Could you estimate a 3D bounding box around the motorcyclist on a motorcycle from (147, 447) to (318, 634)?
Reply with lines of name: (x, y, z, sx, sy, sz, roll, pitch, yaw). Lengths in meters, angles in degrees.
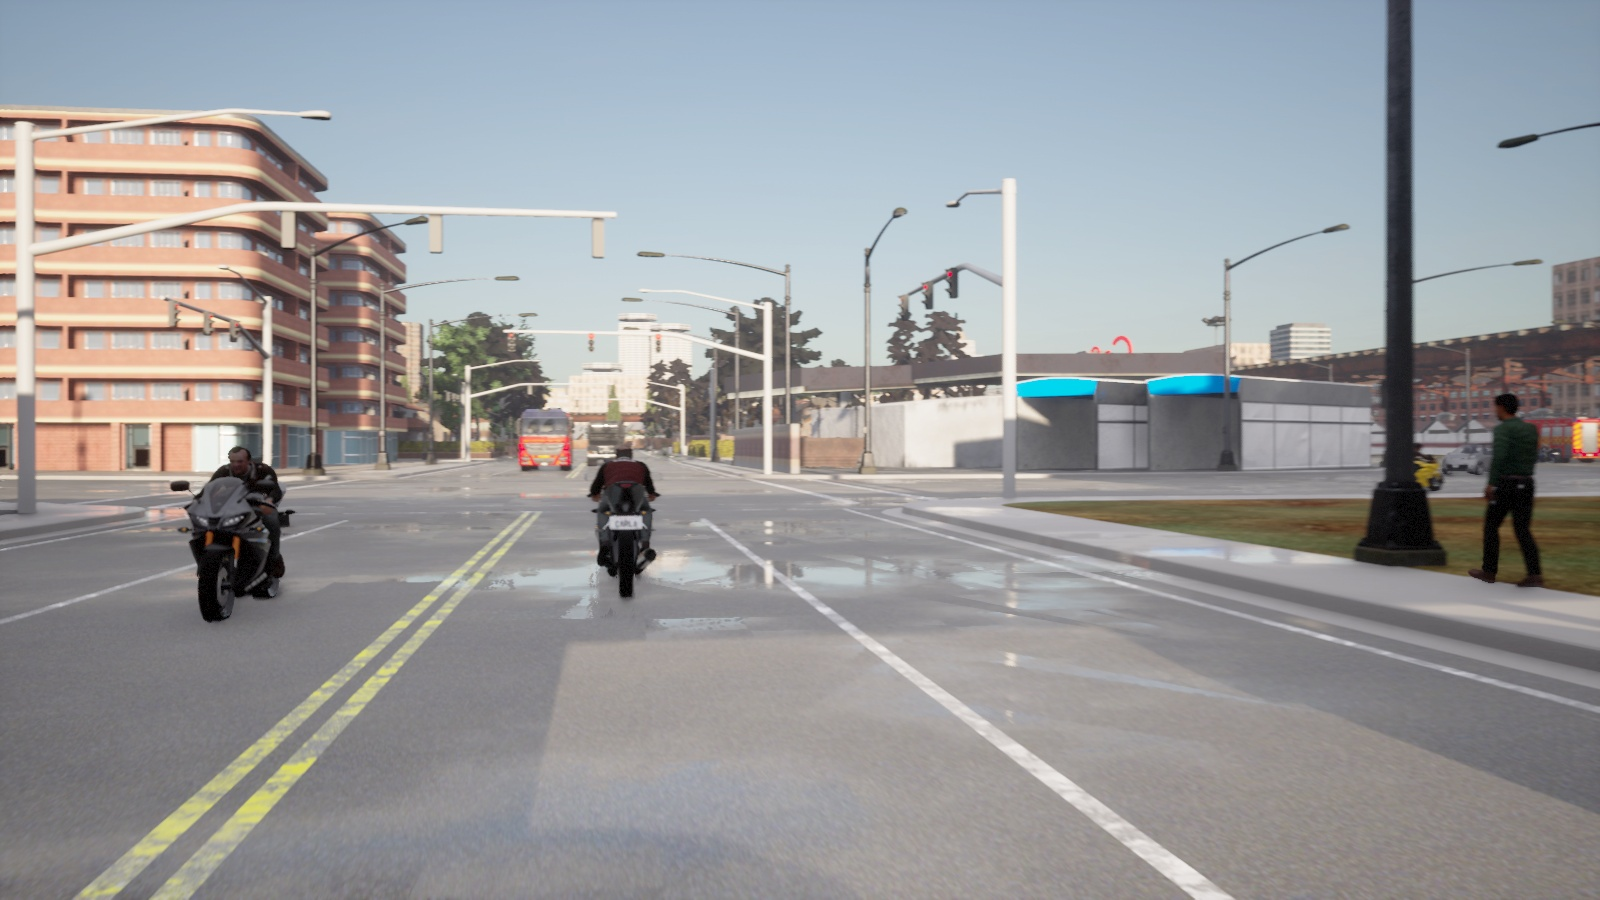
motorcyclist on a motorcycle: (-5.085, 0.740, 11.427, 0.866, 1.530, 2.191, 0, 0, -9)

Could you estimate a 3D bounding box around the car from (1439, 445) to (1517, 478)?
car: (31.851, 0.511, 58.968, 3.633, 1.501, 1.845, 0, 0, -37)

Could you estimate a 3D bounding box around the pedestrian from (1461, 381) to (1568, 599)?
pedestrian: (6.631, 0.359, 11.677, 0.423, 1.949, 0.788, 0, 0, -16)

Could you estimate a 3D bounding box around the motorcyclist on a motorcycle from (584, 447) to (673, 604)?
motorcyclist on a motorcycle: (-1.837, 0.730, 13.349, 0.866, 1.530, 2.191, 0, 0, -9)

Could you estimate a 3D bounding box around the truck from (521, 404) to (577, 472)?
truck: (-14.811, -0.703, 74.604, 2.891, 3.827, 8.468, 0, 0, -9)

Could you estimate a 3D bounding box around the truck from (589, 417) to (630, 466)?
truck: (-14.027, -0.594, 92.519, 2.891, 3.462, 7.936, 0, 0, -9)

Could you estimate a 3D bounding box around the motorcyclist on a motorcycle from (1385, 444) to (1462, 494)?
motorcyclist on a motorcycle: (19.125, 0.567, 38.553, 2.044, 1.523, 0.797, 0, 0, -11)
